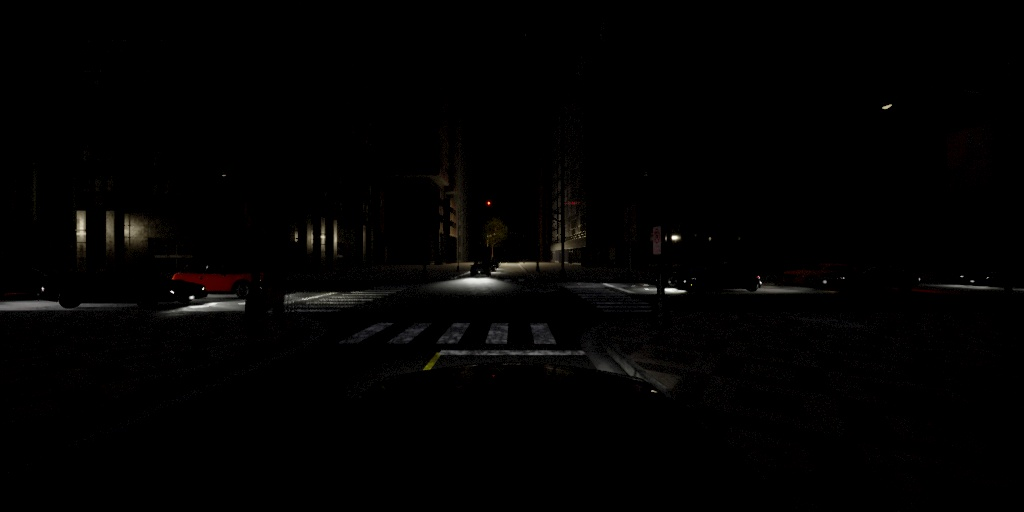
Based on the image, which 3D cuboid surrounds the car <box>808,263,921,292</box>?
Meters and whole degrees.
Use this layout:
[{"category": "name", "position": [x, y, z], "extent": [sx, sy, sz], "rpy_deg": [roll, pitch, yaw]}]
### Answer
[{"category": "car", "position": [20.880, 1.262, 21.087], "extent": [4.902, 1.511, 2.128], "rpy_deg": [0, 0, 0]}]

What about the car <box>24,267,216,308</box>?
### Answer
[{"category": "car", "position": [-15.635, 1.292, 14.540], "extent": [5.357, 1.411, 2.033], "rpy_deg": [0, 0, 0]}]

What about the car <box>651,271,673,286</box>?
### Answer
[{"category": "car", "position": [12.095, 1.354, 24.377], "extent": [4.718, 1.301, 1.895], "rpy_deg": [0, 0, 3]}]

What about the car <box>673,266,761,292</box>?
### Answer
[{"category": "car", "position": [12.184, 1.323, 21.125], "extent": [4.181, 1.385, 1.994], "rpy_deg": [0, 0, 0]}]

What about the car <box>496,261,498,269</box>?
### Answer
[{"category": "car", "position": [-3.104, 1.253, 46.184], "extent": [1.837, 1.490, 4.892], "rpy_deg": [0, 0, 0]}]

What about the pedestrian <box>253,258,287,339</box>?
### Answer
[{"category": "pedestrian", "position": [-5.290, 0.892, 7.858], "extent": [0.375, 1.860, 0.375], "rpy_deg": [0, 0, 0]}]

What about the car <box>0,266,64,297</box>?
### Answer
[{"category": "car", "position": [-23.117, 1.226, 17.821], "extent": [4.902, 1.511, 2.128], "rpy_deg": [0, 0, 0]}]

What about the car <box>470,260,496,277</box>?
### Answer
[{"category": "car", "position": [-3.085, 1.239, 36.106], "extent": [2.128, 1.511, 4.902], "rpy_deg": [0, 0, 0]}]

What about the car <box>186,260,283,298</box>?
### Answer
[{"category": "car", "position": [-13.977, 1.092, 17.784], "extent": [4.553, 1.767, 2.097], "rpy_deg": [0, 0, 0]}]

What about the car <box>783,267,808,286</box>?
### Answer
[{"category": "car", "position": [21.230, 1.242, 24.335], "extent": [5.008, 1.535, 1.882], "rpy_deg": [0, 0, 0]}]

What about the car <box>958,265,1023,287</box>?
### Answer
[{"category": "car", "position": [33.848, 1.330, 24.275], "extent": [5.357, 1.411, 2.033], "rpy_deg": [0, 0, 0]}]
